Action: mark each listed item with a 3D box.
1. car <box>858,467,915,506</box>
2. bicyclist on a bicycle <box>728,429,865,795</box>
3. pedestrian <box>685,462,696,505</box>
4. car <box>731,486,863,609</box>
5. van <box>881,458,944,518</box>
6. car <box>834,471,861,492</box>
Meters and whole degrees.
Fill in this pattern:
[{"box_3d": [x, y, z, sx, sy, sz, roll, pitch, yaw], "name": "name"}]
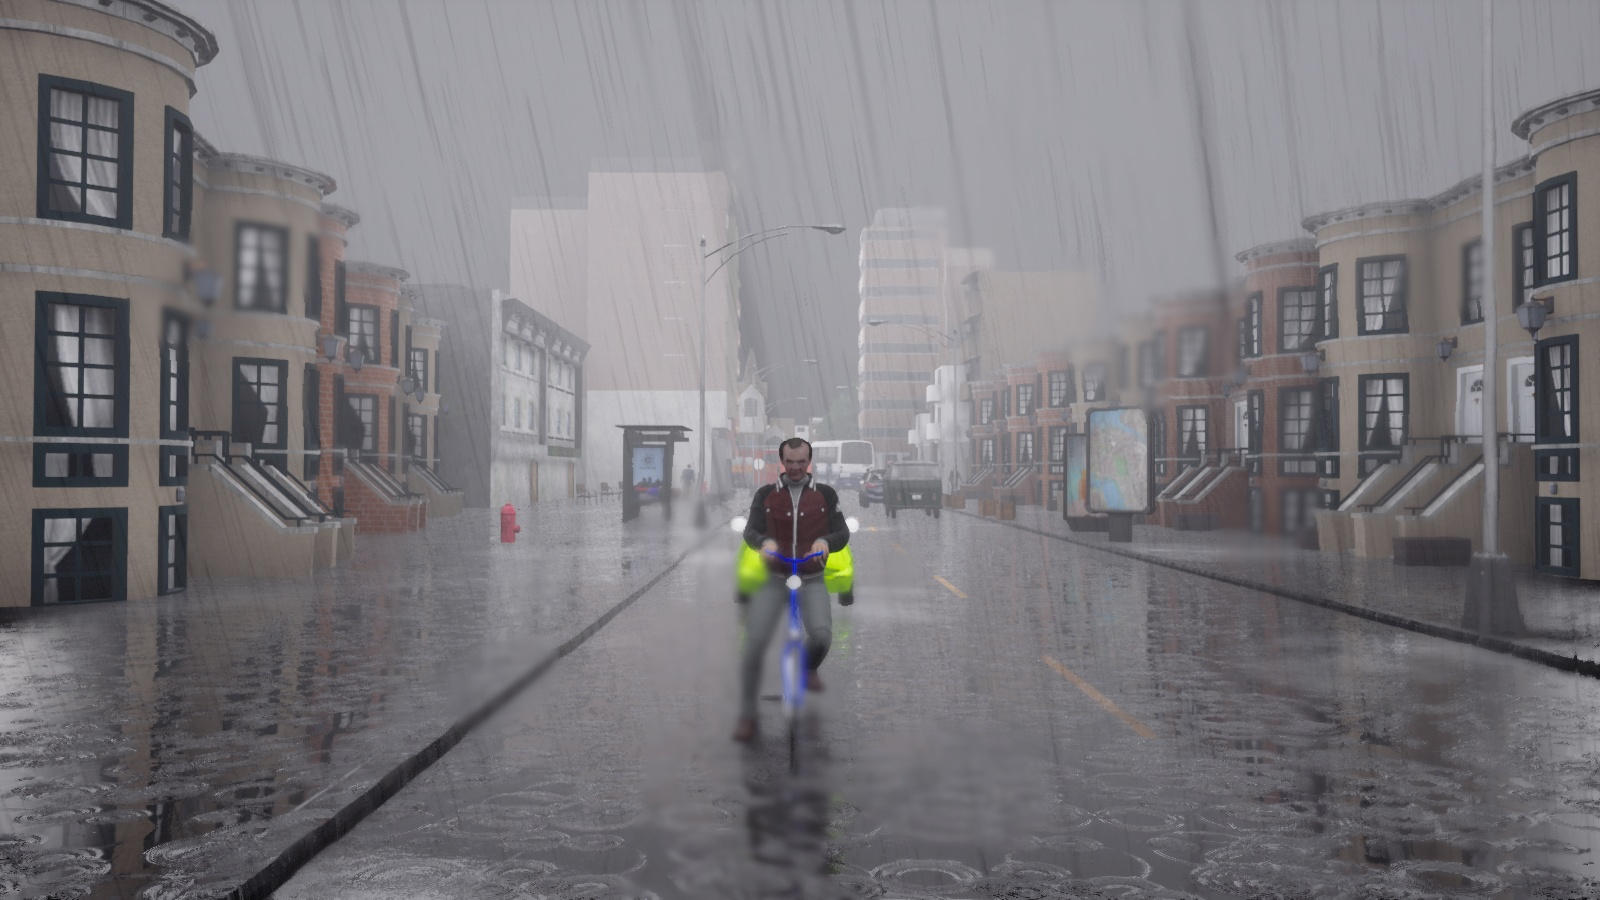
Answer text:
[{"box_3d": [3.849, 1.610, 56.683, 2.242, 1.667, 4.611, 0, -1, 0], "name": "car"}, {"box_3d": [-0.020, 0.806, 7.049, 0.659, 1.776, 1.843, 0, -1, 0], "name": "bicyclist on a bicycle"}, {"box_3d": [-5.057, 1.533, 57.933, 0.423, 1.949, 0.788, 0, -1, 1], "name": "pedestrian"}, {"box_3d": [-0.041, 1.130, 15.259, 1.481, 1.376, 2.207, 0, -1, 0], "name": "car"}, {"box_3d": [3.883, 1.301, 43.899, 1.775, 1.987, 4.442, 0, -1, 0], "name": "van"}, {"box_3d": [3.680, 2.438, 97.368, 1.882, 1.535, 5.008, 0, -1, 0], "name": "car"}]
